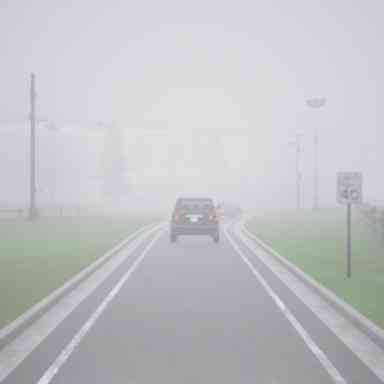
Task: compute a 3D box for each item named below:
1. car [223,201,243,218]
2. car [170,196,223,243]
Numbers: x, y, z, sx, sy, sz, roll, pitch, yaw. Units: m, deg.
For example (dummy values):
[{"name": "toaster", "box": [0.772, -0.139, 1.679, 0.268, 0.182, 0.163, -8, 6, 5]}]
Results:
[{"name": "car", "box": [3.149, 1.499, 29.398, 1.994, 1.385, 4.181, 0, 0, 22]}, {"name": "car", "box": [0.220, 1.186, 16.126, 2.150, 2.045, 5.566, 0, 0, 3]}]
